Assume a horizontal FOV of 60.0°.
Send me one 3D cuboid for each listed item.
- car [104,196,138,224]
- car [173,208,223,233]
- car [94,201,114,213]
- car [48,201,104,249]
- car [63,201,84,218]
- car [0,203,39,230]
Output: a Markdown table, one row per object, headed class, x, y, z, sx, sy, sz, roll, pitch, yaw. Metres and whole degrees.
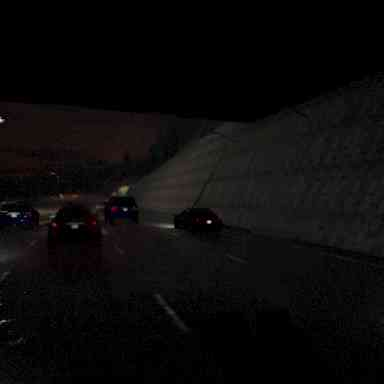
| class | x | y | z | sx | sy | sz | roll | pitch | yaw |
| --- | --- | --- | --- | --- | --- | --- | --- | --- | --- |
| car | -5.762 | 1.368 | 26.693 | 2.150 | 2.045 | 5.566 | 0 | 0 | -20 |
| car | 0.250 | 1.644 | 20.290 | 1.994 | 1.385 | 4.181 | 0 | 0 | -20 |
| car | -10.936 | 1.835 | 41.137 | 1.895 | 1.301 | 4.718 | 0 | 0 | -20 |
| car | -5.490 | 1.448 | 15.553 | 2.097 | 1.767 | 4.553 | 0 | 0 | -20 |
| car | -12.052 | 1.689 | 33.873 | 1.882 | 1.535 | 5.008 | 0 | 0 | -20 |
| car | -11.761 | 1.516 | 22.680 | 2.097 | 1.767 | 4.553 | 0 | 0 | -20 |
